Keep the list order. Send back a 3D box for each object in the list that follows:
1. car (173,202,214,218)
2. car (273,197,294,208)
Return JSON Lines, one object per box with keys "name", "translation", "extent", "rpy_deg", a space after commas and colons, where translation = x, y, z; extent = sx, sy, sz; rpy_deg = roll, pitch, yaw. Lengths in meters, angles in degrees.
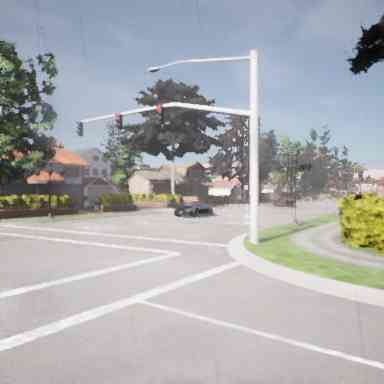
{"name": "car", "translation": [0.193, 1.558, 29.845], "extent": [1.994, 1.385, 4.181], "rpy_deg": [0, 0, 35]}
{"name": "car", "translation": [13.448, 1.472, 48.494], "extent": [1.882, 1.535, 5.008], "rpy_deg": [0, 0, 36]}
